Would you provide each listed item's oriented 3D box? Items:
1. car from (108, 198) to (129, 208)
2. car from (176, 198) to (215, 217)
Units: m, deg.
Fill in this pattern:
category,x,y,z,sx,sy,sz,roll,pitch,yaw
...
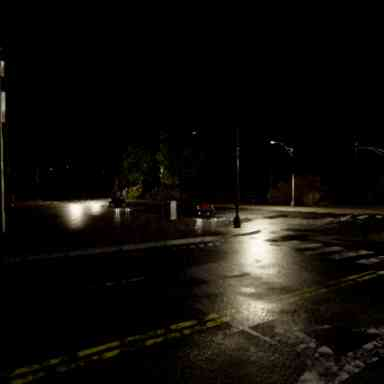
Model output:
category,x,y,z,sx,sy,sz,roll,pitch,yaw
car,-10.865,1.593,48.940,1.812,1.442,4.674,-1,1,-33
car,0.254,1.404,31.761,2.097,1.767,4.553,-1,1,-33
